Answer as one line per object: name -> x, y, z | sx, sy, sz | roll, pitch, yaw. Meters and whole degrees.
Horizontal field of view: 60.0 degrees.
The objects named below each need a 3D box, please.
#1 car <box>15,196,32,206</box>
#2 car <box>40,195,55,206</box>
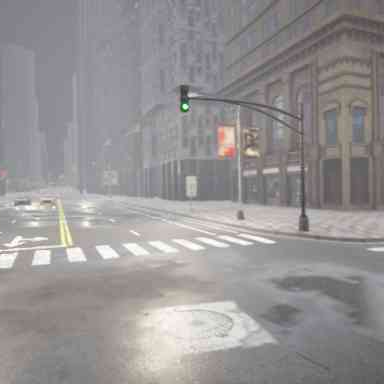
car -> -24.723, 1.334, 48.852 | 1.994, 1.385, 4.181 | -1, 1, -22
car -> -21.715, 1.173, 50.075 | 1.882, 1.535, 5.008 | -1, 1, -22
